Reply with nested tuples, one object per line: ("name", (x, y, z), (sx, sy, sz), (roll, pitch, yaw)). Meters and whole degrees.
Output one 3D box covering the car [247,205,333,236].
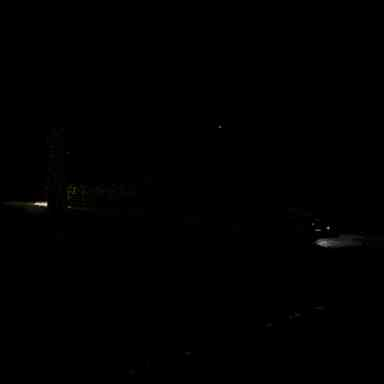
("car", (5.245, 1.527, 18.343), (1.837, 1.490, 4.892), (-1, 1, -38))
